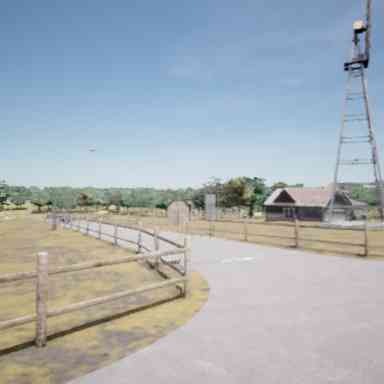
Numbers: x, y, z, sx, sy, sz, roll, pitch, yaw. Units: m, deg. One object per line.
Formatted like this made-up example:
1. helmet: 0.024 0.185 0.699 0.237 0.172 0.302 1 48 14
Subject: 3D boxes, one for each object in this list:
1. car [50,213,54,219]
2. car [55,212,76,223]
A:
1. car: -32.685 5.639 80.494 2.097 1.767 4.553 1 -4 -29
2. car: -18.142 3.683 48.463 2.128 1.511 4.902 1 -3 -29
